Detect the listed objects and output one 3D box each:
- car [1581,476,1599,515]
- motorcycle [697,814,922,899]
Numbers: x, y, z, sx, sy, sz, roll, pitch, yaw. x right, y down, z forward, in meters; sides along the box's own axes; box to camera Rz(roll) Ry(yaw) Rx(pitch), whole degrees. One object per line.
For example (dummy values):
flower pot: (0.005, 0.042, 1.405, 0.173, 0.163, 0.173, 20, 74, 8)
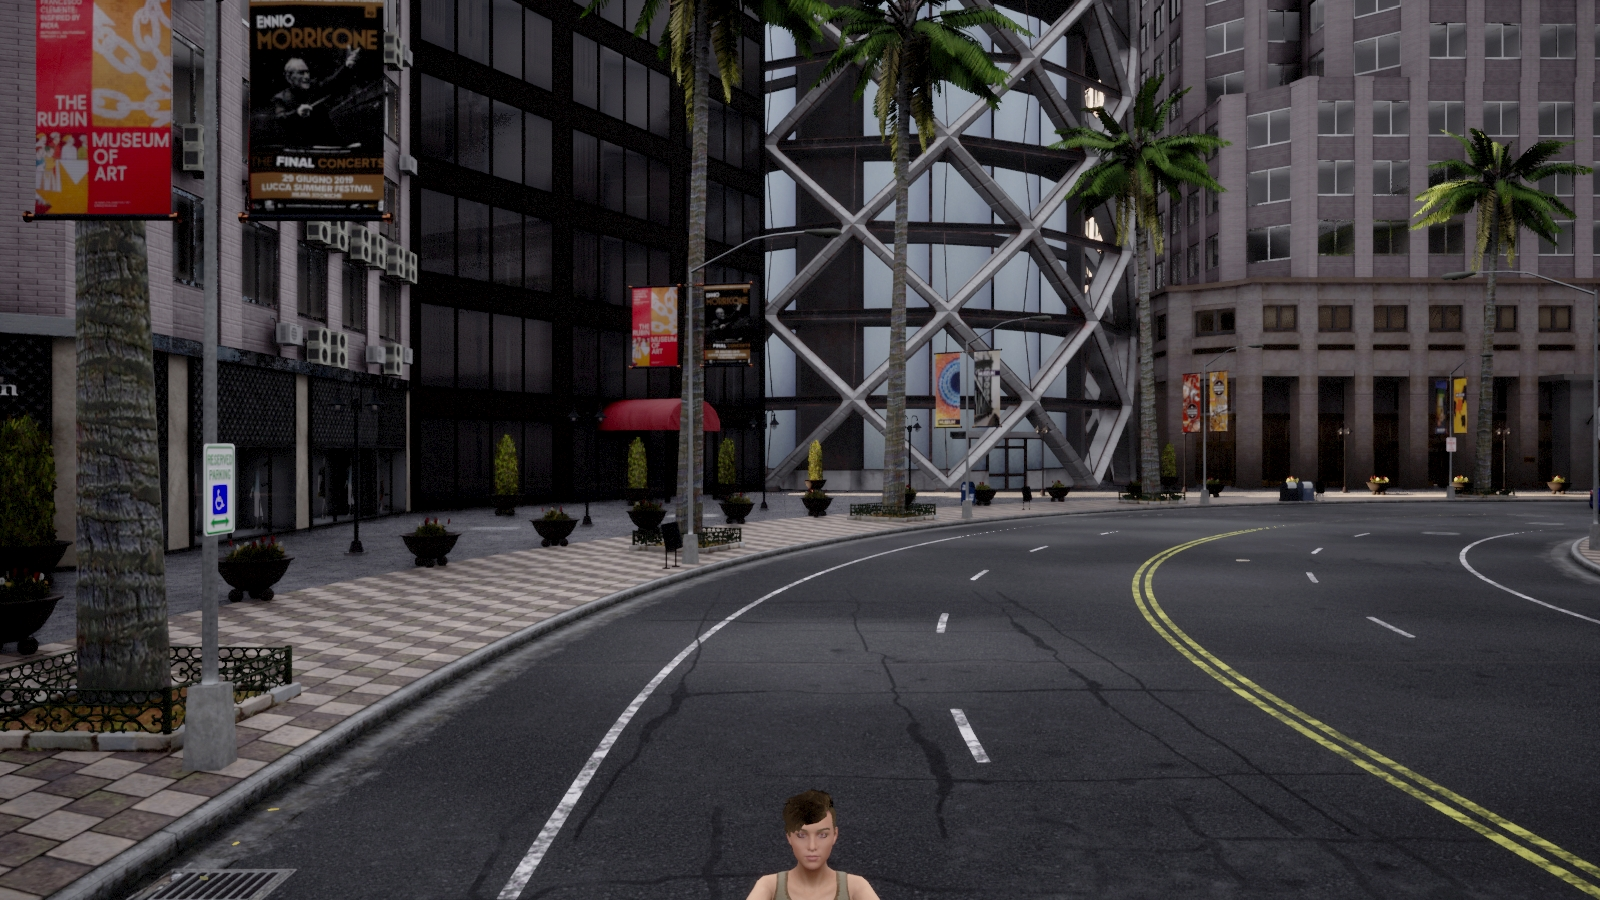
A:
car: (36.842, 1.968, 49.589, 4.611, 1.667, 2.242, 0, 0, -11)
motorcycle: (0.030, 2.170, 3.616, 0.764, 1.277, 2.356, 0, 0, 1)
